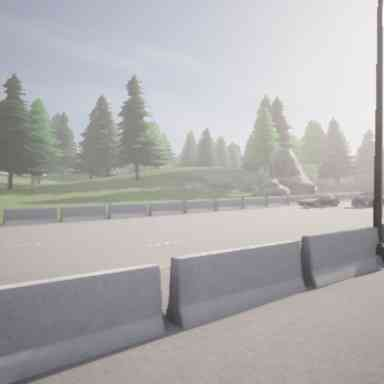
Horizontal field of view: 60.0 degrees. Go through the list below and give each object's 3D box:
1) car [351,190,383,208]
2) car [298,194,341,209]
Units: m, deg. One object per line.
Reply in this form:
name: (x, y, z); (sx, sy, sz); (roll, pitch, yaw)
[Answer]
car: (18.368, 0.634, 34.273); (4.553, 1.767, 2.097); (-2, 1, -35)
car: (13.523, 0.925, 35.136); (5.357, 1.411, 2.033); (-2, 1, -35)
